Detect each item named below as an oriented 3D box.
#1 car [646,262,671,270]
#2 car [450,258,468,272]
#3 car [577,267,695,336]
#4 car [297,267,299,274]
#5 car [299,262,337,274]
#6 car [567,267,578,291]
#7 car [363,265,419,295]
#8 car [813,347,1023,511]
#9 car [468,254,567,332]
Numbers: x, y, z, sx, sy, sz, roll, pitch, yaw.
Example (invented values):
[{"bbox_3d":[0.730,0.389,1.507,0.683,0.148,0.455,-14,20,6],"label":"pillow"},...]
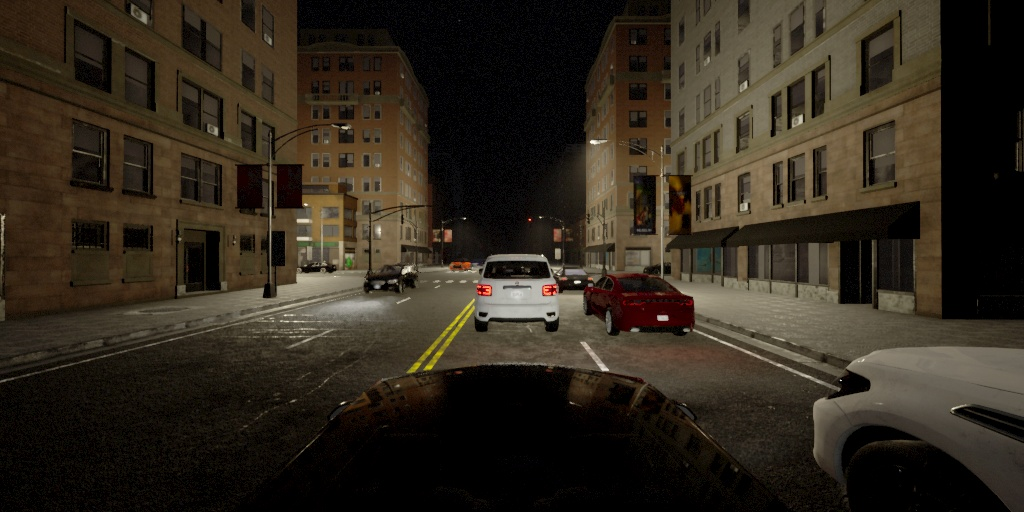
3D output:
[{"bbox_3d":[16.111,1.350,37.882,4.181,1.385,1.994,0,0,0],"label":"car"},{"bbox_3d":[-6.683,1.096,46.789,2.097,1.767,4.553,0,0,4],"label":"car"},{"bbox_3d":[3.369,1.227,10.441,1.882,1.535,5.008,0,0,0],"label":"car"},{"bbox_3d":[-22.101,1.169,32.320,4.097,1.591,1.967,0,0,0],"label":"car"},{"bbox_3d":[-22.042,1.325,40.345,4.313,1.339,1.948,0,0,0],"label":"car"},{"bbox_3d":[3.389,1.313,20.529,1.994,1.385,4.181,0,0,0],"label":"car"},{"bbox_3d":[-6.561,1.240,19.938,2.128,1.511,4.902,0,0,0],"label":"car"},{"bbox_3d":[3.346,0.972,0.281,2.150,2.045,5.566,0,0,0],"label":"car"},{"bbox_3d":[0.123,0.971,11.009,2.150,2.045,5.566,0,0,0],"label":"car"}]
